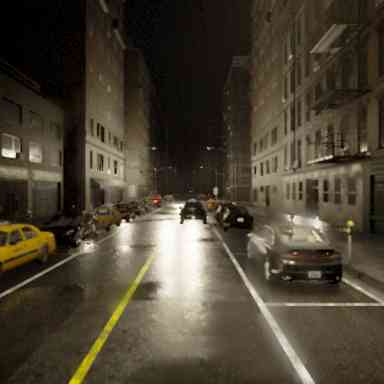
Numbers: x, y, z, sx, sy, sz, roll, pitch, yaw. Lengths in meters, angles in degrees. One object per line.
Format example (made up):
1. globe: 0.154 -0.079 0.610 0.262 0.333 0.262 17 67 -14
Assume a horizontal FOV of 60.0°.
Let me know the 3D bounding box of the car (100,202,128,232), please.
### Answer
1. car: -5.386 1.508 20.007 1.752 1.417 4.829 0 0 0

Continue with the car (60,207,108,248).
1. car: -5.386 1.553 14.764 1.947 1.339 4.313 0 0 0

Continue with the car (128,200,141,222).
1. car: -5.386 1.560 25.590 1.802 1.307 4.206 0 0 0

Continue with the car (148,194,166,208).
1. car: -5.384 1.263 47.240 2.192 1.841 5.009 0 0 0

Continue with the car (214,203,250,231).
1. car: 2.639 1.549 20.167 1.947 1.339 4.313 0 0 0

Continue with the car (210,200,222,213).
1. car: 2.640 1.544 25.580 1.947 1.339 4.313 0 0 0

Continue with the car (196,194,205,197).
1. car: 2.645 1.320 90.058 1.967 1.590 4.097 0 0 0

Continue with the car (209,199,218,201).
1. car: 2.641 1.488 36.576 1.752 1.417 4.829 0 0 0

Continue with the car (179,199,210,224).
1. car: 0.101 1.482 24.815 1.837 1.490 4.892 0 0 0

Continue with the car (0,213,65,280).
1. car: -5.387 1.518 9.181 1.752 1.417 4.829 0 0 0

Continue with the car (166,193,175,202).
1. car: -5.381 1.459 73.704 2.008 1.369 4.403 0 0 0

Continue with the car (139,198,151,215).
1. car: -5.385 1.522 31.002 2.008 1.369 4.403 0 0 0

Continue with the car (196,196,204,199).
1. car: 0.104 1.519 41.690 1.994 1.385 4.181 0 0 0

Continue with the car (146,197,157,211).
1. car: -5.384 1.514 36.415 2.008 1.369 4.403 0 0 0

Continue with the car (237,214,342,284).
1. car: 2.638 1.543 9.342 2.008 1.369 4.403 0 0 0
